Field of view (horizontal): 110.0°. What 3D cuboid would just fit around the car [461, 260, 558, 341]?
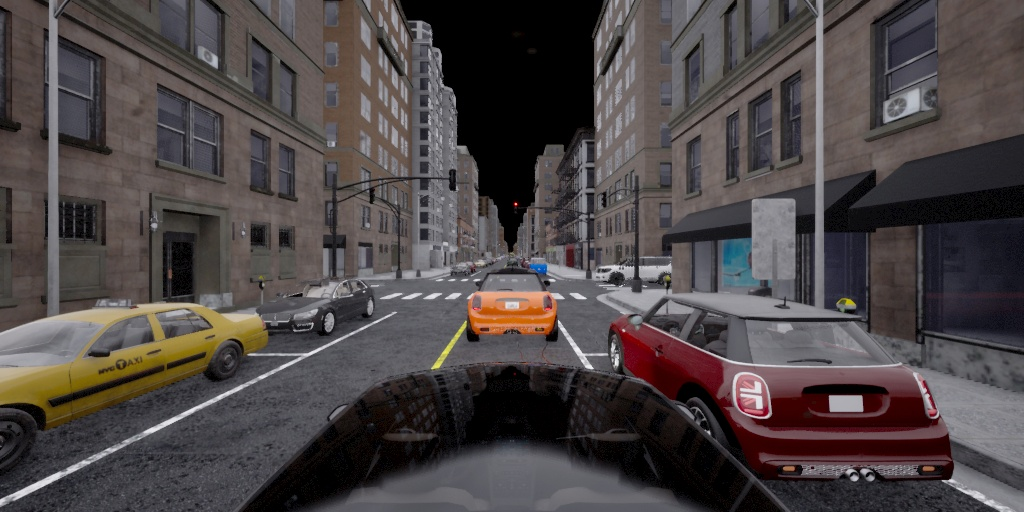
[{"bbox_3d":[0.023,1.102,9.993,2.097,1.767,4.553,0,0,0],"label":"car"}]

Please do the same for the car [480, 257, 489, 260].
[{"bbox_3d":[-5.299,1.269,59.934,1.751,1.417,4.829,0,0,0],"label":"car"}]

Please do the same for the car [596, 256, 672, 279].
[{"bbox_3d":[8.787,1.032,25.199,5.566,2.045,2.150,0,0,0],"label":"car"}]

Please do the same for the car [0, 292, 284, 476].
[{"bbox_3d":[-5.383,1.275,4.606,1.751,1.417,4.829,0,0,0],"label":"car"}]

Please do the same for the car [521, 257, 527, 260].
[{"bbox_3d":[2.726,1.325,60.098,1.802,1.307,4.207,0,0,0],"label":"car"}]

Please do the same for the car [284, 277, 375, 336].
[{"bbox_3d":[-5.375,1.300,10.295,2.007,1.370,4.403,0,0,0],"label":"car"}]

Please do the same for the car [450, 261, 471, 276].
[{"bbox_3d":[-5.333,1.299,37.376,2.007,1.370,4.403,0,0,0],"label":"car"}]

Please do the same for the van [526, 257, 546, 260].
[{"bbox_3d":[2.692,1.089,37.373,1.690,1.789,3.998,0,0,0],"label":"van"}]

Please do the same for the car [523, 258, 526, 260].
[{"bbox_3d":[2.709,1.329,48.735,1.802,1.307,4.207,0,0,0],"label":"car"}]

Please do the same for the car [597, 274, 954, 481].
[{"bbox_3d":[2.642,1.190,4.773,1.967,1.591,4.097,0,0,0],"label":"car"}]
